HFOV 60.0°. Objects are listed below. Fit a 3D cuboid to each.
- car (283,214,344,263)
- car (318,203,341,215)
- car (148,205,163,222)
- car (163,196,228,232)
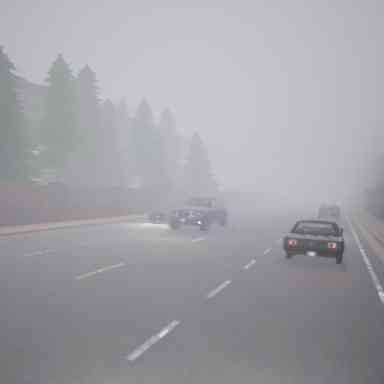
[{"bbox_3d":[4.798,1.735,12.809,1.895,1.301,4.718,1,0,24],"label":"car"},{"bbox_3d":[13.471,1.867,32.638,2.128,1.511,4.902,1,0,24],"label":"car"},{"bbox_3d":[-1.540,1.546,24.817,1.994,1.385,4.181,1,0,24],"label":"car"},{"bbox_3d":[0.605,1.257,21.008,2.150,2.045,5.566,1,0,24],"label":"car"}]
